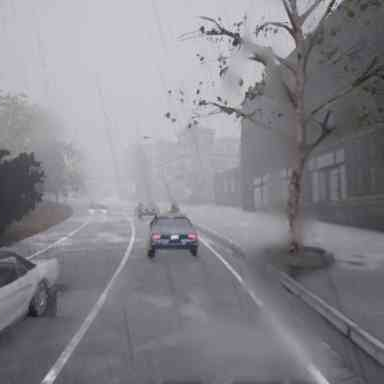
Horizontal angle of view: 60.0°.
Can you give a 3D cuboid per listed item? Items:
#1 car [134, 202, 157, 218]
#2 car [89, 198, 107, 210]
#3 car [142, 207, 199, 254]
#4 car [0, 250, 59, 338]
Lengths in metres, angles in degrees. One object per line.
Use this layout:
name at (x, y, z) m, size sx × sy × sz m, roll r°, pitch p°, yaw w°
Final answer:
car at (-4.249, 1.628, 30.888) m, size 2.033 × 1.411 × 5.357 m, roll 1°, pitch -1°, yaw -15°
car at (-12.499, 1.531, 44.281) m, size 1.812 × 1.442 × 4.674 m, roll 2°, pitch -1°, yaw -23°
car at (-0.877, 1.571, 13.695) m, size 2.033 × 1.411 × 5.357 m, roll 0°, pitch 0°, yaw -7°
car at (-3.565, 1.602, 4.639) m, size 1.895 × 1.301 × 4.718 m, roll 0°, pitch 0°, yaw -3°
